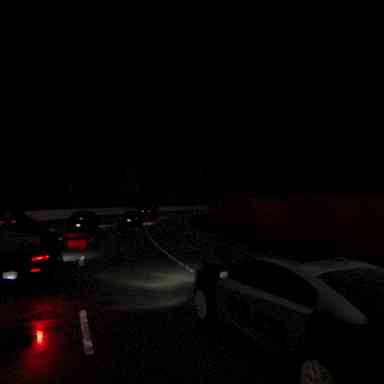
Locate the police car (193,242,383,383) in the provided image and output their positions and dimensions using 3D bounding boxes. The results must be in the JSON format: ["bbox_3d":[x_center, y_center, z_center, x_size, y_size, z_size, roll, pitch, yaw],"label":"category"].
[{"bbox_3d":[1.581,1.615,5.231,1.930,1.638,5.238,1,-2,-22],"label":"police car"}]

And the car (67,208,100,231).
[{"bbox_3d":[-8.755,2.273,27.067,1.837,1.490,4.892,0,-2,-7],"label":"car"}]

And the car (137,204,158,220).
[{"bbox_3d":[-5.883,2.528,43.305,2.150,2.045,5.566,0,-2,3],"label":"car"}]

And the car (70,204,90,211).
[{"bbox_3d":[-23.014,3.216,68.445,1.994,1.385,4.181,0,-2,14],"label":"car"}]

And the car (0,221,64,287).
[{"bbox_3d":[-4.886,1.793,9.808,1.812,1.442,4.674,1,-2,-18],"label":"car"}]

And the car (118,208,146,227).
[{"bbox_3d":[-5.637,2.480,30.780,1.994,1.385,4.181,1,-2,-5],"label":"car"}]

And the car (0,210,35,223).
[{"bbox_3d":[-11.268,1.895,20.693,2.097,1.767,4.553,1,-2,-11],"label":"car"}]
